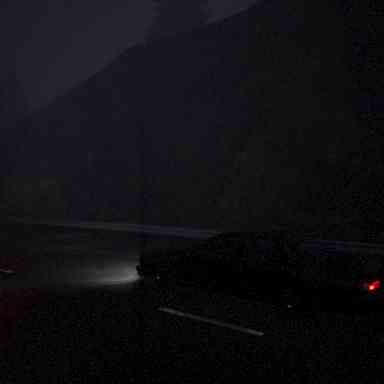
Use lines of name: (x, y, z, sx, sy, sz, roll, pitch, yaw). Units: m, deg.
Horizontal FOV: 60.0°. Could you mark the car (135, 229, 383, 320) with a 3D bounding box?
car: (1.266, 1.535, 7.270, 5.357, 1.411, 2.033, 0, 0, 34)
